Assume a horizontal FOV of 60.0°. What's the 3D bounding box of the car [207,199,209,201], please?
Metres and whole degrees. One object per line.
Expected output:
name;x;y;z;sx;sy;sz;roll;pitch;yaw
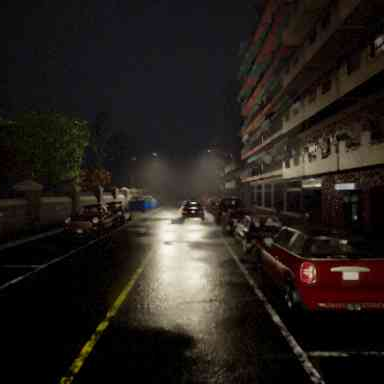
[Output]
car;2.691;1.585;30.099;2.008;1.369;4.403;0;0;0

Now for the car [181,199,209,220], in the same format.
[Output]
car;0.092;1.579;28.017;2.033;1.411;5.357;0;0;0

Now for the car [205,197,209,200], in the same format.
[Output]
car;2.690;1.589;35.729;1.887;1.381;4.507;0;0;0

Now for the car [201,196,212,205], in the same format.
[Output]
car;2.689;1.548;63.879;1.967;1.590;4.097;0;0;0

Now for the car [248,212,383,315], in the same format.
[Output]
car;2.692;1.447;7.578;1.967;1.590;4.097;0;0;0

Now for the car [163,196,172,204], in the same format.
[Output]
car;-5.691;1.648;69.339;1.752;1.417;4.829;0;0;0

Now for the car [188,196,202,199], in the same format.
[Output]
car;0.097;1.569;46.152;1.837;1.490;4.892;0;0;0

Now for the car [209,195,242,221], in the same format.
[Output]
car;2.692;1.342;24.468;2.192;1.841;5.009;0;0;0

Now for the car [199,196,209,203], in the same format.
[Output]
car;2.689;1.704;75.140;1.947;1.339;4.313;0;0;0

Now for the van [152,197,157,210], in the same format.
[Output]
van;-5.689;1.395;41.358;1.690;1.788;3.998;0;0;0

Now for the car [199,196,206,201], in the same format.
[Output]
car;2.689;1.712;86.401;1.887;1.381;4.507;0;0;0

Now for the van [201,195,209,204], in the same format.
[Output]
van;2.690;1.464;69.510;1.690;1.788;3.998;0;0;0

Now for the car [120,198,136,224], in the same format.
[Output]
car;-5.688;1.467;24.468;1.967;1.590;4.097;0;0;0

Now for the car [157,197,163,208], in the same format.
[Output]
car;-5.690;1.617;46.988;2.008;1.369;4.403;0;0;0

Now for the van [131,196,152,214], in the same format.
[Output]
van;-5.690;1.385;35.729;1.690;1.788;3.998;0;0;0

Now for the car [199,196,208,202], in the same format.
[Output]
car;2.689;1.703;80.771;2.008;1.369;4.403;0;0;0

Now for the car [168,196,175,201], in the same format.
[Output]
car;-5.692;1.764;92.032;1.802;1.307;4.206;0;0;0

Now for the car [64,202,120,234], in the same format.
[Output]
car;-5.689;1.459;18.839;1.967;1.590;4.097;0;0;0

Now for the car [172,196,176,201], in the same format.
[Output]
car;-5.691;1.733;86.402;1.947;1.339;4.313;0;0;0

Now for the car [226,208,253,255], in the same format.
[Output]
car;2.691;1.564;13.208;2.008;1.369;4.403;0;0;0

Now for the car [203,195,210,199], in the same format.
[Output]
car;2.691;1.495;41.358;1.967;1.590;4.097;0;0;0

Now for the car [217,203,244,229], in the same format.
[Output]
car;2.691;1.564;18.838;1.887;1.381;4.507;0;0;0
